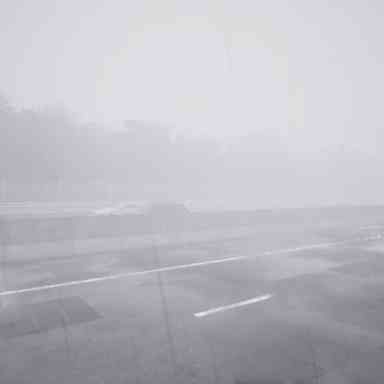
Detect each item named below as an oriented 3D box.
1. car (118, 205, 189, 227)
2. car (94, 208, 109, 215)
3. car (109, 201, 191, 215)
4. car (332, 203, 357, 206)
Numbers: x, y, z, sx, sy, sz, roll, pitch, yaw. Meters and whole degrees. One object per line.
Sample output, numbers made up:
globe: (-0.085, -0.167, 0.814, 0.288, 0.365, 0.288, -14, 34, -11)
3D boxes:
car: (-2.671, 1.634, 23.571, 4.718, 1.301, 1.895, 0, 0, -35)
car: (-5.256, 1.554, 26.024, 4.674, 1.442, 1.812, 0, 0, -35)
car: (-2.172, 1.380, 19.628, 4.553, 1.767, 2.097, 0, 0, -35)
car: (14.234, 1.689, 31.214, 4.181, 1.385, 1.994, 0, 0, -35)
